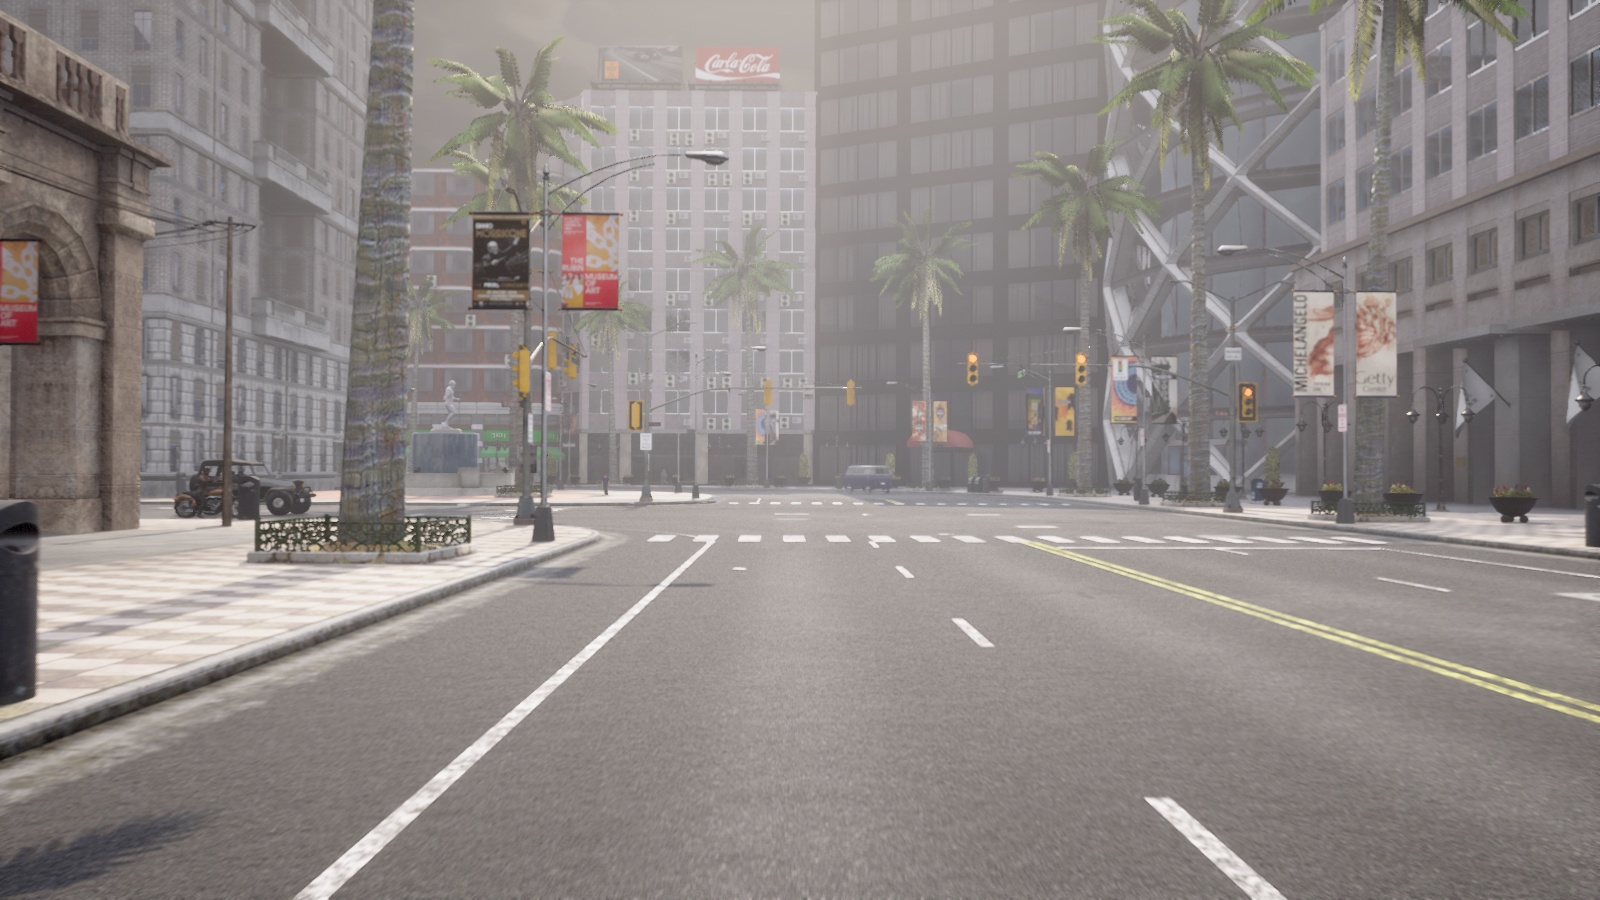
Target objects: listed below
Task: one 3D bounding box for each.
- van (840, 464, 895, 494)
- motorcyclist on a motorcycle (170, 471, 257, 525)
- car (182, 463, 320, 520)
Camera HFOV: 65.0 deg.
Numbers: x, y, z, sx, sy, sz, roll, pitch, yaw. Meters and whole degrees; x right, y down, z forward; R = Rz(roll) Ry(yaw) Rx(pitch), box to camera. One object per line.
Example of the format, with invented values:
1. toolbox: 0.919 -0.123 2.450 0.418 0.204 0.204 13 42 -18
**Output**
1. van: 4.700 2.026 88.258 1.775 1.987 4.442 0 -1 -28
2. motorcyclist on a motorcycle: -18.387 1.498 39.402 2.350 1.649 0.766 0 -1 0
3. car: -18.696 1.404 42.901 3.866 1.878 1.905 0 -1 0
